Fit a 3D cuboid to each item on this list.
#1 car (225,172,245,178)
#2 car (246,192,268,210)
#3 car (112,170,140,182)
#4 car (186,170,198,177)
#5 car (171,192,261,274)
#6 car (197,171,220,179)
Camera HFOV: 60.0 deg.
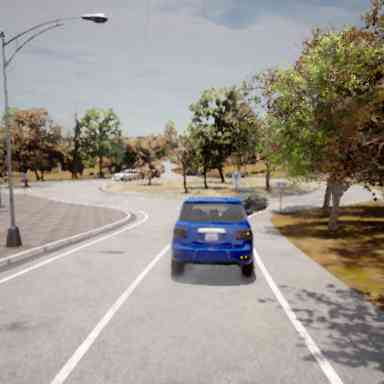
[{"bbox_3d":[9.251,-3.661,71.267,4.181,1.385,1.994,3,6,23],"label":"car"},{"bbox_3d":[4.660,0.779,27.109,1.837,1.490,4.892,3,6,33],"label":"car"},{"bbox_3d":[-12.314,-3.039,62.013,2.150,2.045,5.566,4,7,38],"label":"car"},{"bbox_3d":[0.706,-4.193,76.204,4.902,1.511,2.128,5,8,42],"label":"car"},{"bbox_3d":[0.697,1.145,10.560,2.150,2.045,5.566,1,0,5],"label":"car"},{"bbox_3d":[3.778,-3.443,69.160,4.181,1.385,1.994,1,6,6],"label":"car"}]
